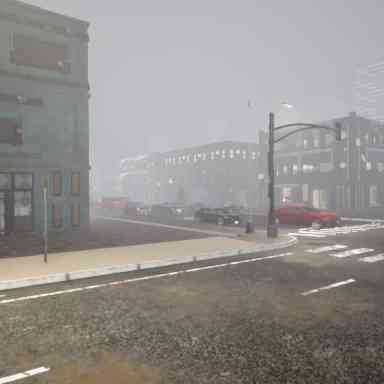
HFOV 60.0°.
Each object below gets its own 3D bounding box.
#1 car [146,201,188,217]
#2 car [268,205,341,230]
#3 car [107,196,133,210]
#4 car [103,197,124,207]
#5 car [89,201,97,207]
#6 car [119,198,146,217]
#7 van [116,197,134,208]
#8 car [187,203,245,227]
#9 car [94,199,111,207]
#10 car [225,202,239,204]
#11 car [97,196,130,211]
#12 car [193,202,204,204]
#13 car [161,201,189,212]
[{"bbox_3d":[-2.675,1.847,36.546,2.128,1.511,4.902,-1,0,-35],"label":"car"},{"bbox_3d":[7.481,1.626,22.518,1.882,1.535,5.008,-1,0,-38],"label":"car"},{"bbox_3d":[-12.082,1.774,55.298,2.150,2.045,5.566,-1,0,-35],"label":"car"},{"bbox_3d":[-15.255,1.939,64.218,2.192,1.841,5.009,-1,0,-35],"label":"car"},{"bbox_3d":[-18.296,2.268,64.050,1.895,1.301,4.718,-1,0,-36],"label":"car"},{"bbox_3d":[-6.051,1.845,36.802,1.967,1.590,4.097,-1,0,-35],"label":"car"},{"bbox_3d":[-12.048,1.906,59.706,1.690,1.788,3.998,-1,0,-35],"label":"van"},{"bbox_3d":[1.890,1.814,25.421,1.947,1.339,4.313,-2,0,-35],"label":"car"},{"bbox_3d":[-18.456,2.226,68.730,1.887,1.381,4.507,-1,0,-35],"label":"car"},{"bbox_3d":[3.987,1.809,37.146,2.008,1.369,4.403,-2,0,-35],"label":"car"},{"bbox_3d":[-11.727,1.741,49.342,2.150,2.045,5.566,-1,1,-35],"label":"car"},{"bbox_3d":[0.782,1.903,41.659,1.802,1.307,4.206,-2,0,-35],"label":"car"},{"bbox_3d":[-2.424,1.965,46.170,1.802,1.307,4.206,-2,0,-35],"label":"car"}]
